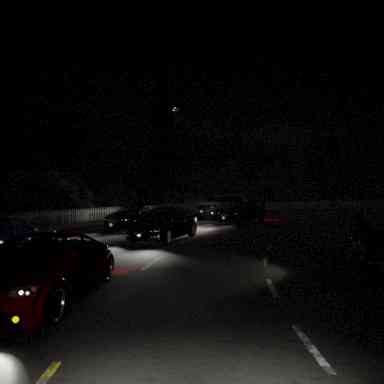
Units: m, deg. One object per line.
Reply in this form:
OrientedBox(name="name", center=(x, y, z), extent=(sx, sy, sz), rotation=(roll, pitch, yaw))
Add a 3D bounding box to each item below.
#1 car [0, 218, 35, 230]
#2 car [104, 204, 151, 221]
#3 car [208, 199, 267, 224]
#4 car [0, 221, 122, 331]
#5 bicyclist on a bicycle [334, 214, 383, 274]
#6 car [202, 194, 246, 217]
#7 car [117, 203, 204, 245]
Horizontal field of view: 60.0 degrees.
OrientedBox(name="car", center=(-6.287, 1.546, 10.286), extent=(2.033, 1.411, 5.357), rotation=(0, 0, 9))
OrientedBox(name="car", center=(-3.226, 1.489, 19.919), extent=(2.128, 1.511, 4.902), rotation=(0, 0, 27))
OrientedBox(name="car", center=(3.709, 1.489, 24.466), extent=(2.128, 1.511, 4.902), rotation=(0, 0, 40))
OrientedBox(name="car", center=(-3.125, 1.563, 6.936), extent=(1.994, 1.385, 4.181), rotation=(0, 0, 6))
OrientedBox(name="bicyclist on a bicycle", center=(4.689, 1.433, 9.007), extent=(1.656, 1.620, 0.582), rotation=(-2, 0, 10))
OrientedBox(name="car", center=(2.661, 1.218, 28.598), extent=(2.150, 2.045, 5.566), rotation=(0, 0, 44))
OrientedBox(name="car", center=(-1.260, 1.503, 15.702), extent=(1.837, 1.490, 4.892), rotation=(0, 0, 22))
